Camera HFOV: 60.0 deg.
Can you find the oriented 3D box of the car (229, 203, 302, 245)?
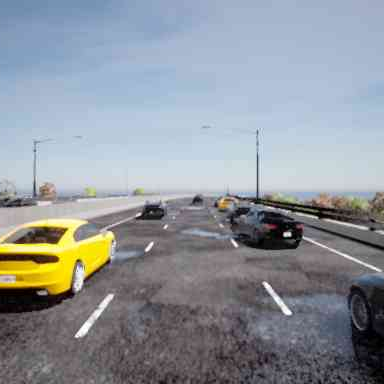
[{"bbox_3d":[3.324,1.463,15.122,1.812,1.442,4.674,0,0,-9],"label":"car"}]

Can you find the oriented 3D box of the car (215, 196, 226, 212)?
[{"bbox_3d":[3.893,1.351,36.433,1.882,1.535,5.008,0,0,1],"label":"car"}]

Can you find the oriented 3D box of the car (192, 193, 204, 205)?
[{"bbox_3d":[0.918,1.350,56.575,1.837,1.490,4.892,0,0,2],"label":"car"}]

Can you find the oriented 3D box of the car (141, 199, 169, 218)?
[{"bbox_3d":[-3.146,1.382,28.732,2.128,1.511,4.902,0,0,1],"label":"car"}]

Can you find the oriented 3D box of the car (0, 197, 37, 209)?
[{"bbox_3d":[-17.259,1.381,33.218,1.837,1.490,4.892,0,0,1],"label":"car"}]

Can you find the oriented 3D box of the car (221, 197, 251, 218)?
[{"bbox_3d":[3.693,1.394,25.513,2.128,1.511,4.902,0,0,1],"label":"car"}]

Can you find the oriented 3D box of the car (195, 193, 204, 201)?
[{"bbox_3d":[1.805,1.153,78.577,2.097,1.767,4.553,0,0,3],"label":"car"}]

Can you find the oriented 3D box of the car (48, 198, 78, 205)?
[{"bbox_3d":[-13.712,1.364,35.588,2.128,1.511,4.902,0,0,1],"label":"car"}]

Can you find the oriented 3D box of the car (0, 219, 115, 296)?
[{"bbox_3d":[-3.368,1.440,8.591,1.882,1.535,5.008,0,0,0],"label":"car"}]

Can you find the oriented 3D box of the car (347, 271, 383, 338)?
[{"bbox_3d":[3.503,1.511,3.668,1.812,1.442,4.674,0,0,0],"label":"car"}]
